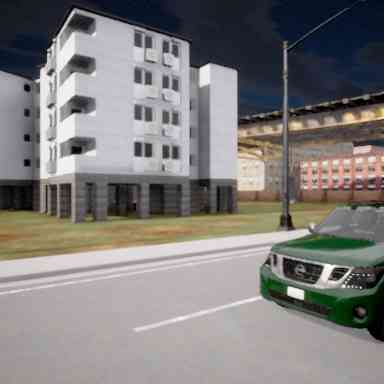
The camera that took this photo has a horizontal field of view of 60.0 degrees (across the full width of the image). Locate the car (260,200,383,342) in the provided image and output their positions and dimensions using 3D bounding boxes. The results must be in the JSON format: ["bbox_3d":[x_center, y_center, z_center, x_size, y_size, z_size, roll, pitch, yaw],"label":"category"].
[{"bbox_3d":[3.895,1.220,6.743,5.566,2.045,2.150,0,0,-34],"label":"car"}]
